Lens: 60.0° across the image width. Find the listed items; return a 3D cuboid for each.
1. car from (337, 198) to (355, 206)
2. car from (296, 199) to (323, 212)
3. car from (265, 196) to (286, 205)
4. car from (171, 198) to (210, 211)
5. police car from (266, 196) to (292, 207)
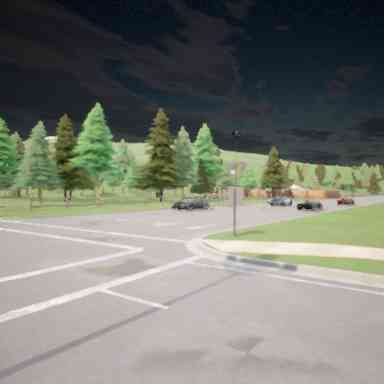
[{"bbox_3d":[24.773,1.575,53.512,1.895,1.301,4.718,1,0,36],"label":"car"},{"bbox_3d":[13.575,1.518,38.379,1.895,1.301,4.718,1,0,36],"label":"car"},{"bbox_3d":[14.388,1.443,57.157,1.895,1.301,4.718,1,0,37],"label":"car"},{"bbox_3d":[-0.068,1.387,37.521,2.033,1.411,5.357,1,0,36],"label":"car"},{"bbox_3d":[13.236,1.372,49.601,2.038,1.542,4.974,1,0,36],"label":"police car"}]
